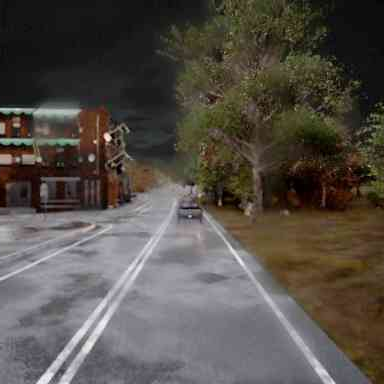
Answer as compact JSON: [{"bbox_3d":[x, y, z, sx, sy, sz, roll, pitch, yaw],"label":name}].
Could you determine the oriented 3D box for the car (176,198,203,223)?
[{"bbox_3d":[-0.183,1.457,25.008,2.128,1.511,4.902,0,0,-1],"label":"car"}]

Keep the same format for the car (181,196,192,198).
[{"bbox_3d":[-0.725,1.241,43.927,2.097,1.767,4.553,0,0,-2],"label":"car"}]
